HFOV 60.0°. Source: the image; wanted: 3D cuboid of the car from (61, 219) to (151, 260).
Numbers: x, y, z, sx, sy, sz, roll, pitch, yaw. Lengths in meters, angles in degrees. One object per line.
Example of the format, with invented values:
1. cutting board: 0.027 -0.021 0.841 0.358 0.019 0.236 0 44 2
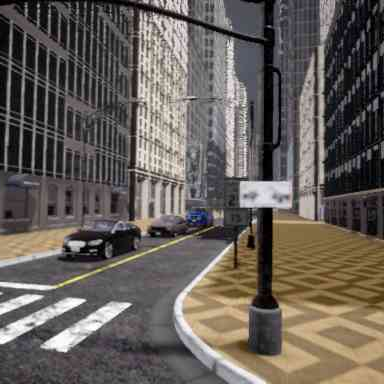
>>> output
1. car: -3.847 1.988 14.916 2.128 1.511 4.902 0 -2 13

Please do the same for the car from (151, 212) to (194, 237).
1. car: -1.614 2.447 24.522 2.033 1.411 5.357 0 -2 13

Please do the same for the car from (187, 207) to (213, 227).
1. car: 0.820 2.558 34.937 2.150 2.045 5.566 0 -2 13
